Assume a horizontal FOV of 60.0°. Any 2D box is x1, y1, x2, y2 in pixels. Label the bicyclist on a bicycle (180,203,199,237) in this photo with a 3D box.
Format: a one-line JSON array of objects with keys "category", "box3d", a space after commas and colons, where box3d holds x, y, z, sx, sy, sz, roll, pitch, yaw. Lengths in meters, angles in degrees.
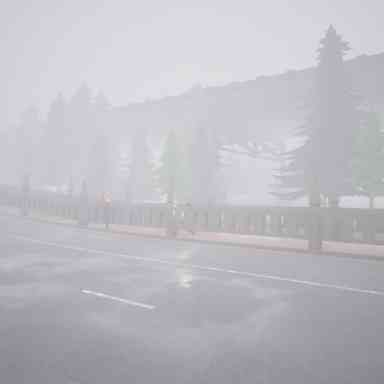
[{"category": "bicyclist on a bicycle", "box3d": [-0.091, 1.345, 16.116, 0.582, 1.620, 1.656, 0, -3, 33]}]
